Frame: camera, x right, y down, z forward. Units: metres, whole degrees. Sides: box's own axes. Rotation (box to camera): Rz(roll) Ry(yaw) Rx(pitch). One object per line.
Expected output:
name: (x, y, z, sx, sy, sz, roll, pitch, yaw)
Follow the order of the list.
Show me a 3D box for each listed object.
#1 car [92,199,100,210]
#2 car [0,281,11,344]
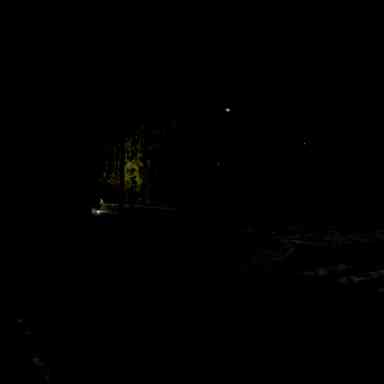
car: (-14.683, 1.729, 47.434, 2.128, 1.511, 4.902, 2, -1, -34)
car: (-4.356, 1.561, 3.601, 4.206, 1.307, 1.802, 1, 0, -35)
